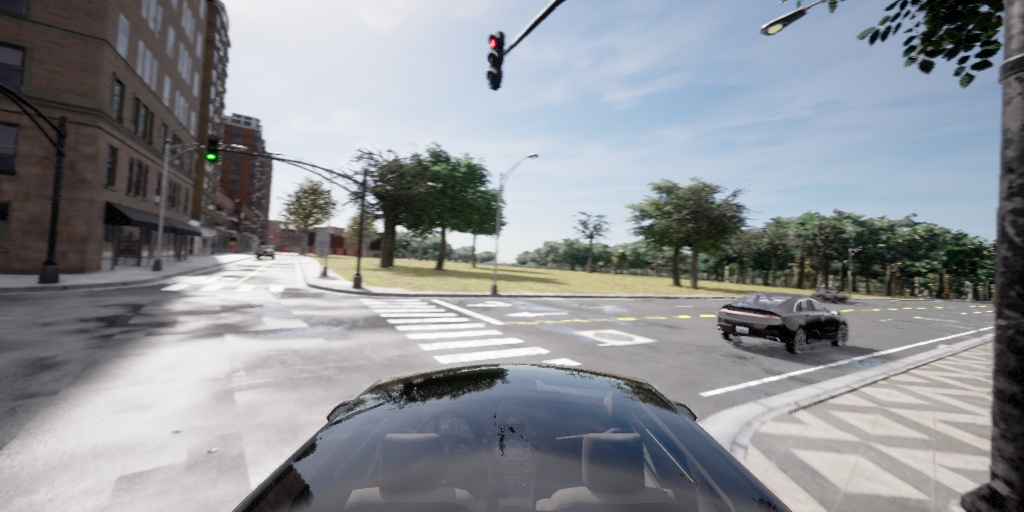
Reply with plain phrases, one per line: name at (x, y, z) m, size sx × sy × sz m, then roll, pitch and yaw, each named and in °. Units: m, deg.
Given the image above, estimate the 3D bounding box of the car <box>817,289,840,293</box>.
car at (32.569, 4.086, 36.861) m, size 4.181 × 1.385 × 1.994 m, roll 4°, pitch -2°, yaw -31°

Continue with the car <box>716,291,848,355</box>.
car at (8.129, 1.883, 10.686) m, size 4.902 × 1.511 × 2.128 m, roll 4°, pitch -2°, yaw -31°

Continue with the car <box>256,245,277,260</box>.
car at (-35.763, -0.576, 52.244) m, size 2.150 × 2.045 × 5.566 m, roll 4°, pitch -1°, yaw -31°
